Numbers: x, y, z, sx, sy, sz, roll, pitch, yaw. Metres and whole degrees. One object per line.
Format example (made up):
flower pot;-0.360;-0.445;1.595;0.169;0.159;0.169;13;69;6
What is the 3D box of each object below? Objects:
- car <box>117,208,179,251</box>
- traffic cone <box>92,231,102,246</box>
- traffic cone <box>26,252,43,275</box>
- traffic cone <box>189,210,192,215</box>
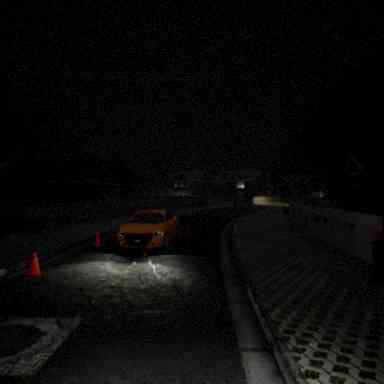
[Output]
car;-1.761;1.514;14.612;1.882;1.535;5.008;0;0;5
traffic cone;-4.067;1.989;14.314;0.340;0.580;0.340;0;0;4
traffic cone;-4.379;1.975;9.253;0.340;0.580;0.340;0;0;3
traffic cone;-0.197;2.062;34.457;0.340;0.580;0.340;0;0;17
